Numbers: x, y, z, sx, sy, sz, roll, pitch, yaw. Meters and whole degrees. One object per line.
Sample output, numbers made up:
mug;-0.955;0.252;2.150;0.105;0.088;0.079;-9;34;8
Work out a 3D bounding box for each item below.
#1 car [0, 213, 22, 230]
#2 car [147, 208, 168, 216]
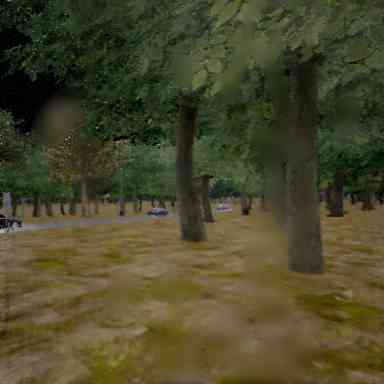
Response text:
car;-15.859;2.289;26.275;1.837;1.490;4.892;0;-2;25
car;-5.986;3.457;58.370;2.033;1.411;5.357;0;-2;20
